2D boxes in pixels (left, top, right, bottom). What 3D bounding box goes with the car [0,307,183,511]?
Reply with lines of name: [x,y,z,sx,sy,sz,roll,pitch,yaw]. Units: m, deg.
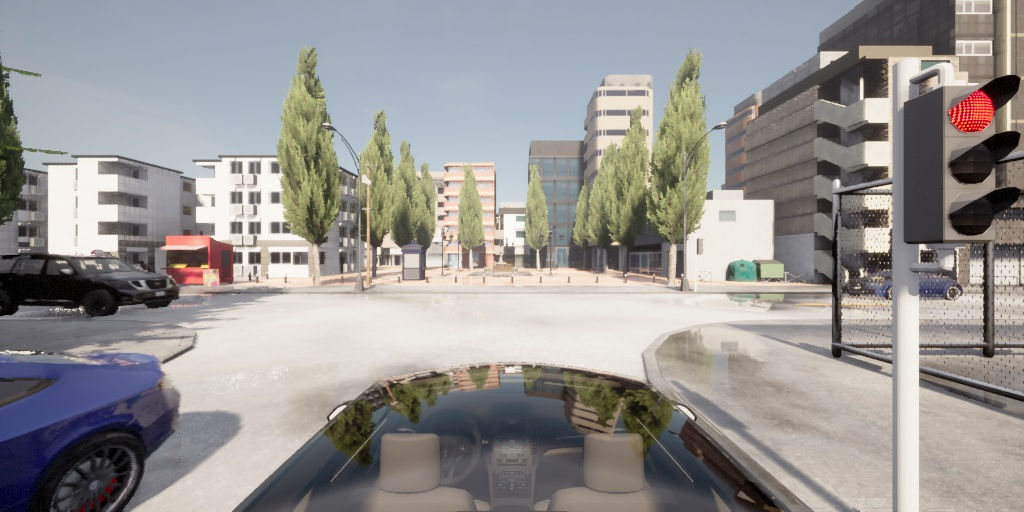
car: [-3.917,1.276,1.323,1.812,1.442,4.674,0,0,2]

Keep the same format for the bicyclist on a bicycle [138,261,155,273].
bicyclist on a bicycle: [-21.561,1.099,21.015,0.582,1.620,1.656,0,0,0]

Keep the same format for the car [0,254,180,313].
car: [-15.154,0.970,12.623,5.566,2.045,2.150,0,0,0]

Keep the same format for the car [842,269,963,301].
car: [18.210,1.314,16.853,4.181,1.385,1.994,0,0,0]
